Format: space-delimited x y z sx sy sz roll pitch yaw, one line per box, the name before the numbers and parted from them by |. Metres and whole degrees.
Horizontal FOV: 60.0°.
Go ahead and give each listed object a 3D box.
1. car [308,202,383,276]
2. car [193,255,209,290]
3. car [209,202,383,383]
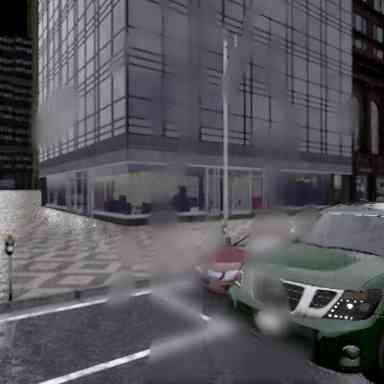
car | 6.392 1.322 11.234 5.009 1.841 2.192 0 0 -36
car | 1.981 1.585 8.075 4.206 1.307 1.802 0 0 -36
car | 3.185 1.224 5.659 5.566 2.045 2.150 0 0 -36
